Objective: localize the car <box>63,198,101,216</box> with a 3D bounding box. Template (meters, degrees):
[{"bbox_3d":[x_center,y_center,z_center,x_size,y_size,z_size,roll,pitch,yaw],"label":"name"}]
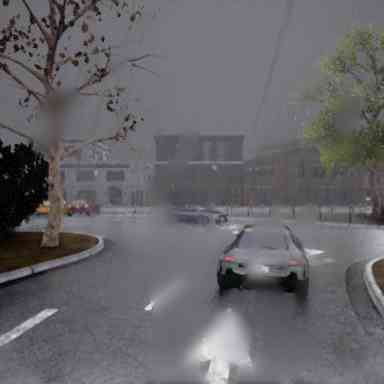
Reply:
[{"bbox_3d":[-10.558,1.383,32.822,2.185,1.767,4.553,-1,0,0],"label":"car"}]

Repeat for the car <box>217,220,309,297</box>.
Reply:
[{"bbox_3d":[1.939,1.539,8.721,1.994,1.385,4.181,0,0,16],"label":"car"}]

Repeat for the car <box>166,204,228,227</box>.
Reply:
[{"bbox_3d":[0.286,1.510,22.100,4.181,1.385,1.994,0,0,35],"label":"car"}]

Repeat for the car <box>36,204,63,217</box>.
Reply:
[{"bbox_3d":[-13.591,1.558,32.835,2.097,1.535,5.008,-1,0,0],"label":"car"}]
